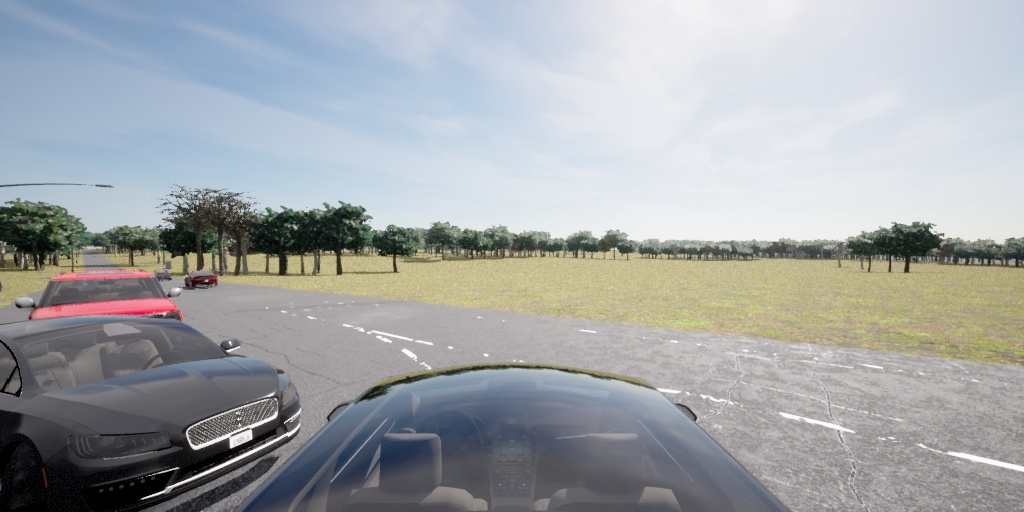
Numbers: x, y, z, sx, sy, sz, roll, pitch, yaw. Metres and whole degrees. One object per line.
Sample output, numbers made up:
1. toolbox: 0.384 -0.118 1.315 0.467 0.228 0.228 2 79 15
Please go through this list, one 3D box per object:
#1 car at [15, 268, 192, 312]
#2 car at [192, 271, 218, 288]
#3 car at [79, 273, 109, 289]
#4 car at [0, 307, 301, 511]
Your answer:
1. car: -9.611 1.383 8.501 5.566 2.045 2.150 -1 0 40
2. car: -30.259 2.214 34.867 5.008 1.535 1.882 -2 0 40
3. car: -45.123 2.655 38.792 4.674 1.442 1.812 -2 0 44
4. car: -4.624 1.445 3.943 4.892 1.490 1.837 -3 -3 20
